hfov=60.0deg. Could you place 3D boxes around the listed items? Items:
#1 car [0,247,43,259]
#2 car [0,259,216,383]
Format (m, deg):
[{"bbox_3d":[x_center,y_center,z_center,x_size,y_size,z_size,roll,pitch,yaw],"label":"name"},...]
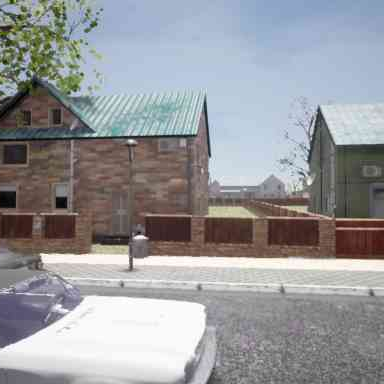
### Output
[{"bbox_3d":[-6.044,1.721,7.428,5.357,1.411,2.033,0,-2,9],"label":"car"},{"bbox_3d":[-2.091,1.658,3.856,4.718,1.301,1.895,0,-1,8],"label":"car"}]
